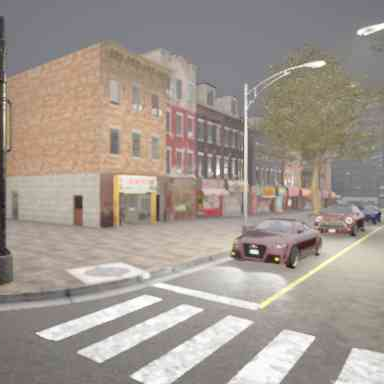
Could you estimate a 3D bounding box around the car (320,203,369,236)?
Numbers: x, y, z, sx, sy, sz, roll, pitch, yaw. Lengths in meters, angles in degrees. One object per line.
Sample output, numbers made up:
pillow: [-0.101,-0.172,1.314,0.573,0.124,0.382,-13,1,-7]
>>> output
car: [8.851,1.545,19.806,2.097,1.767,4.553,0,-1,35]

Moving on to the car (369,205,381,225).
car: [14.661,1.828,28.040,1.882,1.535,5.008,0,-1,35]

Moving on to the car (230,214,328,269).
car: [3.047,1.636,11.608,1.994,1.385,4.181,0,0,37]
